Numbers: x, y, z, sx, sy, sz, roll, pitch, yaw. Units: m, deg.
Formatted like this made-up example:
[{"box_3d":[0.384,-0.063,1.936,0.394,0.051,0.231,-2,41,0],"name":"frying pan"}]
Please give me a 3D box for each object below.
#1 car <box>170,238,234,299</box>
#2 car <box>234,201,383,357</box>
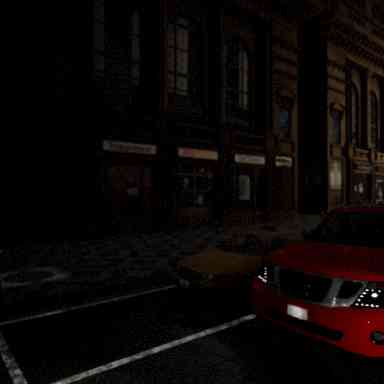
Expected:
[{"box_3d":[1.742,1.537,8.258,4.829,1.417,1.752,0,0,-38],"name":"car"},{"box_3d":[3.549,1.213,6.057,5.566,2.045,2.150,0,0,-38],"name":"car"}]
